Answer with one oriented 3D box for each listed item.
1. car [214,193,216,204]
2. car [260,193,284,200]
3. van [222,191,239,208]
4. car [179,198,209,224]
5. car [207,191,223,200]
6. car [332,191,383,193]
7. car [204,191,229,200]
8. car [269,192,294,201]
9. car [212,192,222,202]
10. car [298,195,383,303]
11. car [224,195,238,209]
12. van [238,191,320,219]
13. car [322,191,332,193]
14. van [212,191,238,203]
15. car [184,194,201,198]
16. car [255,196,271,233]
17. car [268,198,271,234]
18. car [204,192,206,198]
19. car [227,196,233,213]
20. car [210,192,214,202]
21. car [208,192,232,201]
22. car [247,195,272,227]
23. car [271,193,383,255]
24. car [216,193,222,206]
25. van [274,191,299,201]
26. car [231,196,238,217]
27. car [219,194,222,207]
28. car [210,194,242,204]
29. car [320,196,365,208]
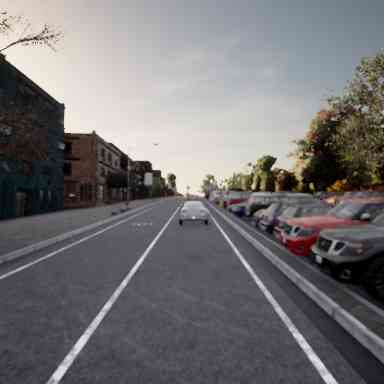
[{"bbox_3d":[5.622,1.176,41.200,5.008,1.535,2.097,0,0,0],"label":"car"},{"bbox_3d":[18.686,1.038,77.628,5.008,1.535,2.097,0,0,0],"label":"car"},{"bbox_3d":[5.522,1.012,32.792,4.442,1.987,1.878,0,0,0],"label":"van"},{"bbox_3d":[0.101,1.361,23.140,1.812,1.442,4.674,0,0,0],"label":"car"},{"bbox_3d":[5.641,0.866,52.412,5.566,2.045,2.435,0,0,0],"label":"car"},{"bbox_3d":[18.685,0.964,35.977,5.566,2.045,2.435,0,0,0],"label":"car"},{"bbox_3d":[5.630,0.787,77.641,5.566,2.045,2.435,0,0,0],"label":"car"},{"bbox_3d":[18.647,0.924,69.272,4.553,1.767,2.185,0,0,0],"label":"car"},{"bbox_3d":[5.591,1.173,46.808,4.792,1.488,2.163,0,0,0],"label":"car"},{"bbox_3d":[5.642,1.175,7.563,5.566,2.045,2.435,0,0,0],"label":"car"},{"bbox_3d":[5.613,1.288,29.991,4.792,1.488,2.163,0,0,0],"label":"car"},{"bbox_3d":[5.536,1.096,21.579,4.442,1.987,1.878,0,0,0],"label":"van"},{"bbox_3d":[18.681,0.944,38.639,5.566,2.045,2.435,0,0,0],"label":"car"},{"bbox_3d":[5.722,0.868,58.019,4.442,1.987,1.878,0,0,0],"label":"van"},{"bbox_3d":[0.102,1.060,41.302,2.097,1.767,4.553,0,0,0],"label":"car"},{"bbox_3d":[5.629,1.238,15.974,4.553,1.767,2.185,0,0,0],"label":"car"},{"bbox_3d":[5.632,1.259,13.170,4.553,1.767,2.185,0,0,0],"label":"car"},{"bbox_3d":[5.627,0.798,69.231,5.566,2.045,2.435,0,0,0],"label":"car"},{"bbox_3d":[5.616,1.309,27.188,4.792,1.488,2.163,0,0,0],"label":"car"},{"bbox_3d":[5.612,1.130,49.606,4.892,1.521,2.231,0,0,0],"label":"car"},{"bbox_3d":[5.568,0.932,66.430,4.553,1.767,2.185,0,0,0],"label":"car"},{"bbox_3d":[5.688,1.217,18.777,4.553,1.767,2.185,0,0,0],"label":"car"},{"bbox_3d":[5.639,1.154,10.366,5.566,2.045,2.435,0,0,0],"label":"car"},{"bbox_3d":[5.816,1.193,38.400,5.366,1.575,1.946,0,0,0],"label":"car"},{"bbox_3d":[18.795,0.832,66.491,4.442,1.987,1.878,0,0,0],"label":"van"},{"bbox_3d":[5.644,1.300,24.384,5.008,1.535,2.097,0,0,0],"label":"car"},{"bbox_3d":[5.664,1.246,35.597,4.792,1.488,2.163,0,0,0],"label":"car"},{"bbox_3d":[5.604,1.105,55.217,5.008,1.535,2.097,0,0,0],"label":"car"},{"bbox_3d":[18.704,1.216,41.549,4.674,1.452,2.002,0,0,0],"label":"car"}]
